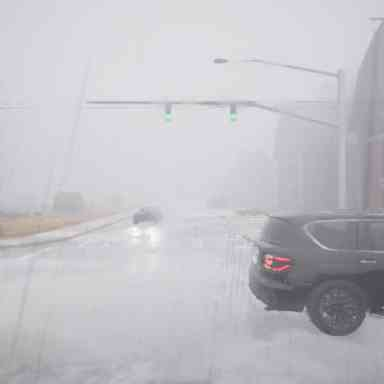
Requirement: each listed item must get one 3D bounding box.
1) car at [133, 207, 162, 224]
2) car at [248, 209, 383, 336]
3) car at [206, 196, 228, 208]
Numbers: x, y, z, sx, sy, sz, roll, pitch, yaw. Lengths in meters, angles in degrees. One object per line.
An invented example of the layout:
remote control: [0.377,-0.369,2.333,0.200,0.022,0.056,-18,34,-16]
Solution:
car: [-3.557,1.885,27.332,1.895,1.301,4.718,0,-1,0]
car: [3.879,1.371,6.327,5.566,2.045,2.150,0,-1,1]
car: [4.213,1.732,55.913,1.905,1.878,3.866,-7,3,-42]
